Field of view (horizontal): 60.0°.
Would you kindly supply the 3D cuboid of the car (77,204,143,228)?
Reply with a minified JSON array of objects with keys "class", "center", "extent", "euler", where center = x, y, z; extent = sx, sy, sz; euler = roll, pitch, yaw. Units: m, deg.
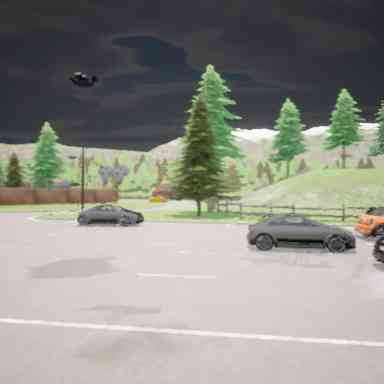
[{"class":"car","center":[-5.305,1.523,21.788],"extent":[4.181,1.385,1.994],"euler":[1,0,7]}]

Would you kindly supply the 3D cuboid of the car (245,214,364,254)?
[{"class":"car","center":[4.285,1.614,13.504],"extent":[4.181,1.385,1.994],"euler":[1,0,7]}]

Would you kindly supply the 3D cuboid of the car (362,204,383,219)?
[{"class":"car","center":[10.606,1.468,16.225],"extent":[4.553,1.767,2.097],"euler":[0,0,7]}]

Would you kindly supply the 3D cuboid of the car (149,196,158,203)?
[{"class":"car","center":[-6.632,1.455,67.680],"extent":[5.008,1.535,1.882],"euler":[1,0,40]}]

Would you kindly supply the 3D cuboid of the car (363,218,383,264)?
[{"class":"car","center":[7.584,1.644,9.554],"extent":[4.181,1.385,1.994],"euler":[1,0,7]}]
